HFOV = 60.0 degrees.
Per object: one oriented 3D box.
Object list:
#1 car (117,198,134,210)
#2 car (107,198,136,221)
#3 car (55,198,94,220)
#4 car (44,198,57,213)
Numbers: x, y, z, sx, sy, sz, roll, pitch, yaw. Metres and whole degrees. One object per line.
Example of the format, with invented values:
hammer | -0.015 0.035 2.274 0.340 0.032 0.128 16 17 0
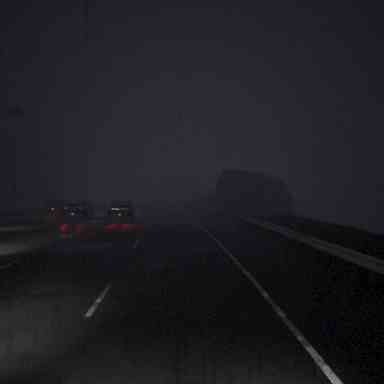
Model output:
car | -8.303 1.446 41.428 1.895 1.301 4.718 0 0 -13
car | -5.424 1.395 25.813 2.128 1.511 4.902 0 0 -8
car | -9.085 1.396 26.718 2.128 1.511 4.902 0 0 -8
car | -14.042 1.384 34.766 1.837 1.490 4.892 0 0 -11
